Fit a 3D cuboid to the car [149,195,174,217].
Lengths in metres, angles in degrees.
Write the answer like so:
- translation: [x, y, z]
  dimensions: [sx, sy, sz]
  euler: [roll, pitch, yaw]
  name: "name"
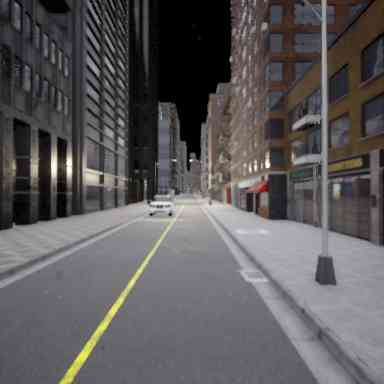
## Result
- translation: [-3.000, 1.337, 33.602]
  dimensions: [2.150, 2.045, 5.566]
  euler: [0, 0, 0]
  name: "car"
